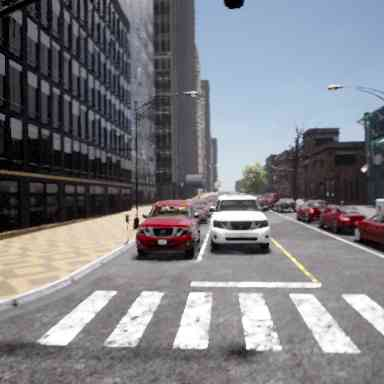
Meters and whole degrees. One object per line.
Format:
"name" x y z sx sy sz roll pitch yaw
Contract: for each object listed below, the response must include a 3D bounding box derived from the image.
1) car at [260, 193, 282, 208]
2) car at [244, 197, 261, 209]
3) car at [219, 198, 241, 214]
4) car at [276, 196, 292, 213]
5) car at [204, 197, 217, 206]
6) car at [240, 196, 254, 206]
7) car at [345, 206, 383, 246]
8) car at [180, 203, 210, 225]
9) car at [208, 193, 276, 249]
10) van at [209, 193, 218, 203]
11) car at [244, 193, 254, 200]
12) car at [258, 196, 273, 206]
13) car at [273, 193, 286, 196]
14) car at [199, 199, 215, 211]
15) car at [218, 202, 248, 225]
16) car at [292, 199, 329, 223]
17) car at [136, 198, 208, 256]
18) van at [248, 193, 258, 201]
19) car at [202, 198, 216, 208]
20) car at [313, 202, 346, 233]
"car" 10.753 1.111 45.541 2.192 1.841 5.009 0 0 5
"car" 7.966 1.404 44.121 1.994 1.385 4.181 -1 0 6
"car" 3.902 1.399 34.539 2.128 1.511 4.902 -1 0 5
"car" 9.711 1.369 34.496 2.008 1.369 4.403 0 0 5
"car" 2.931 1.456 51.850 1.887 1.381 4.507 0 0 5
"car" 8.790 1.421 53.478 1.895 1.301 4.718 -1 0 5
"car" 7.627 1.394 12.408 1.887 1.381 4.507 0 0 5
"car" 0.327 1.545 24.240 1.802 1.307 4.206 0 0 5
"car" 1.989 1.157 14.434 2.150 2.045 5.566 -1 0 5
"van" 4.493 1.208 68.416 1.690 1.788 3.998 0 0 5
"car" 14.397 1.128 84.195 1.967 1.590 4.097 0 0 5
"car" 11.290 1.309 51.233 1.752 1.417 4.829 0 0 5
"car" 10.231 1.123 40.017 2.192 1.841 5.009 0 0 5
"car" 1.889 1.518 40.804 1.802 1.307 4.206 0 0 5
"car" 2.941 1.487 24.449 1.994 1.385 4.181 -1 0 5
"car" 8.669 1.275 23.453 1.967 1.590 4.097 0 0 5
"car" -0.715 1.292 13.195 2.192 1.841 5.009 0 0 5
"van" 13.356 1.064 73.151 1.690 1.788 3.998 0 0 5
"car" 2.411 1.506 46.328 1.802 1.307 4.206 0 0 5
"car" 8.148 1.424 17.929 1.802 1.307 4.206 0 0 5
